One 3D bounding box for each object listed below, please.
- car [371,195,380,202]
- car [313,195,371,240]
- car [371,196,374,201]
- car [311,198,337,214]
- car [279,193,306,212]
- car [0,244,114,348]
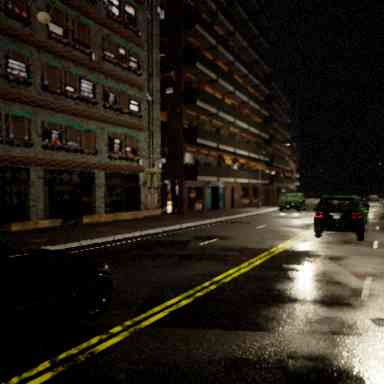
[{"bbox_3d":[38.275,1.298,70.080,2.033,1.411,5.357,0,0,24],"label":"car"},{"bbox_3d":[7.764,1.181,17.106,2.150,2.045,5.566,0,0,30],"label":"car"},{"bbox_3d":[17.167,1.452,33.997,2.033,1.411,5.357,0,0,28],"label":"car"},{"bbox_3d":[14.483,1.462,36.273,2.033,1.411,5.357,0,0,28],"label":"car"},{"bbox_3d":[11.417,1.145,37.441,2.150,2.045,5.566,0,0,28],"label":"car"},{"bbox_3d":[-3.238,1.575,5.235,1.994,1.385,4.181,0,0,31],"label":"car"}]
